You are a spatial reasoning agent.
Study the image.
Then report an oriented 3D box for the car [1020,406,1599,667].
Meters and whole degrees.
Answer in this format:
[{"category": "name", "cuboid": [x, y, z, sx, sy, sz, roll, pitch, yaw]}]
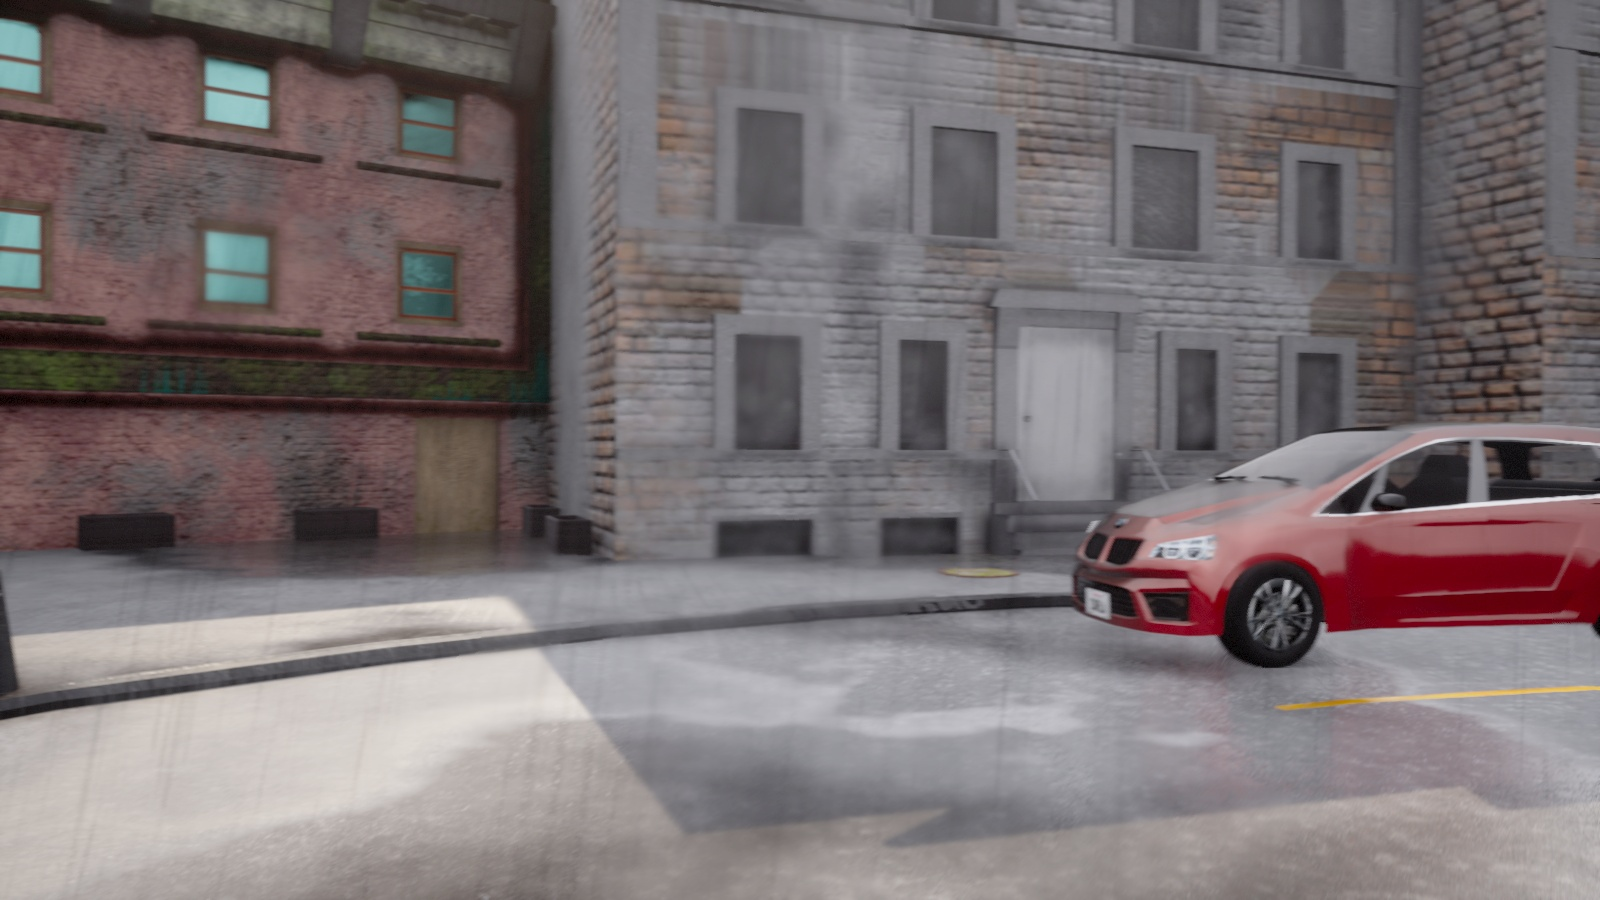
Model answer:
[{"category": "car", "cuboid": [4.273, 0.555, 9.564, 4.611, 1.667, 2.242, 0, 0, -11]}]
